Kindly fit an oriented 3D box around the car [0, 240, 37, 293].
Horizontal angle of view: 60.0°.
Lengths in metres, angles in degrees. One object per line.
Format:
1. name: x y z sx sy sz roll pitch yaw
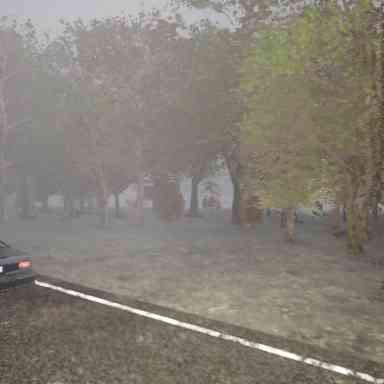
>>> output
1. car: -5.848 1.563 7.901 5.357 1.411 2.033 0 1 36
